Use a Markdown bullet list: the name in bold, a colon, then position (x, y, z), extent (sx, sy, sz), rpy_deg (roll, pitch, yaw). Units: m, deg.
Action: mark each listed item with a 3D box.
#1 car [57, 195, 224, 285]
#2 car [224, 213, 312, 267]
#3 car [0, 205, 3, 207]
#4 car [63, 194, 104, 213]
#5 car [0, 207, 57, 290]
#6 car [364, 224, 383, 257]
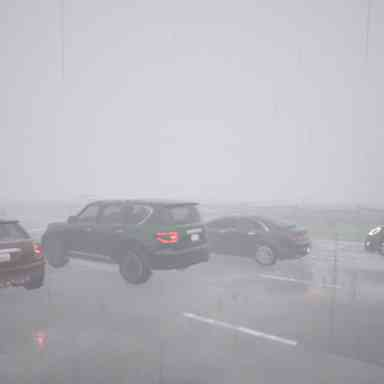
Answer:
- **car**: position (-2.098, 1.224, 9.789), extent (5.566, 2.045, 2.150), rpy_deg (0, 0, 36)
- **car**: position (1.563, 1.506, 11.477), extent (4.892, 1.490, 1.837), rpy_deg (0, 0, 36)
- **car**: position (-18.703, 1.575, 30.241), extent (4.181, 1.385, 1.994), rpy_deg (0, 0, 36)
- **car**: position (-11.768, 1.223, 36.128), extent (1.905, 1.878, 3.866), rpy_deg (0, 0, 35)
- **car**: position (-5.560, 1.355, 7.959), extent (4.553, 1.767, 2.097), rpy_deg (0, 0, 36)
- **car**: position (8.273, 1.350, 10.991), extent (4.553, 1.767, 2.097), rpy_deg (0, 0, 36)
